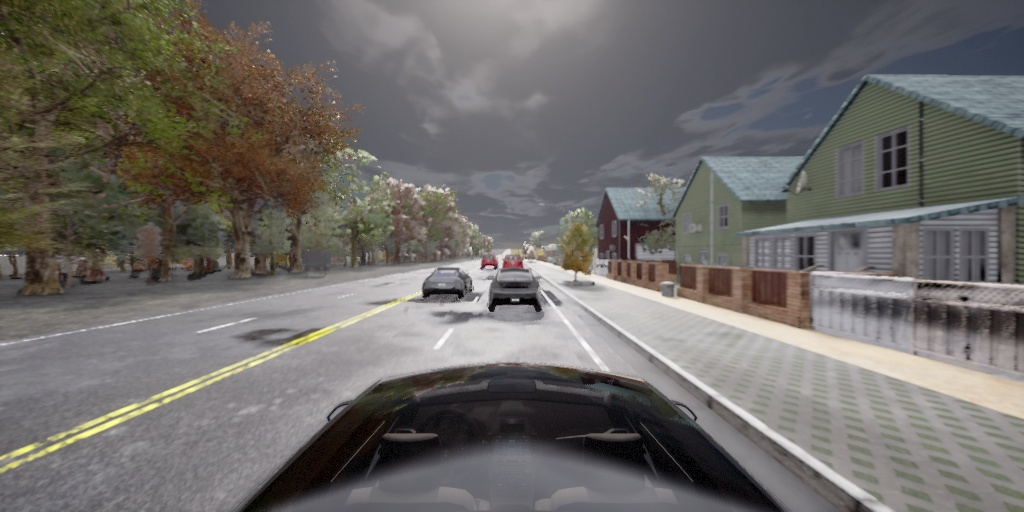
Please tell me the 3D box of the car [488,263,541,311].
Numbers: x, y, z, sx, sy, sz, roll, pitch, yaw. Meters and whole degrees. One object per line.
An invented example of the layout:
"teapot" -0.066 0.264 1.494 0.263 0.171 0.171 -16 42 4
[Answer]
"car" 0.105 1.213 14.310 1.837 1.490 4.892 0 0 0

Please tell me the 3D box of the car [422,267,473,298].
"car" -3.147 1.260 18.086 1.994 1.385 4.181 0 0 0

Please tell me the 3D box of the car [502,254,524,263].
"car" 0.112 0.829 38.394 2.150 2.045 5.566 0 0 0

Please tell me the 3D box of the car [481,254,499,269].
"car" -3.134 0.772 50.779 2.150 2.045 5.566 0 0 0
